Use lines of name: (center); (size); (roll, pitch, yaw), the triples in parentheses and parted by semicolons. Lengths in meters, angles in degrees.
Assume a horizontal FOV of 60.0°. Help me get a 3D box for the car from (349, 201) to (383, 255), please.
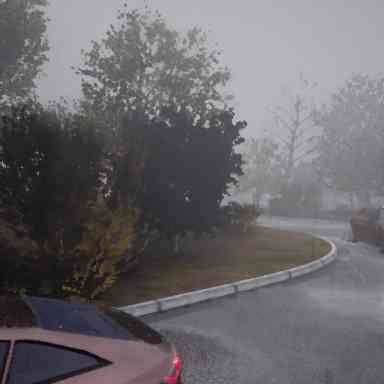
car: (7.910, 1.361, 13.039); (2.097, 1.767, 4.553); (0, 0, 7)

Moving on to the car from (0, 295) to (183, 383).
car: (-2.060, 1.564, 2.259); (4.181, 1.385, 1.994); (0, 0, -36)
